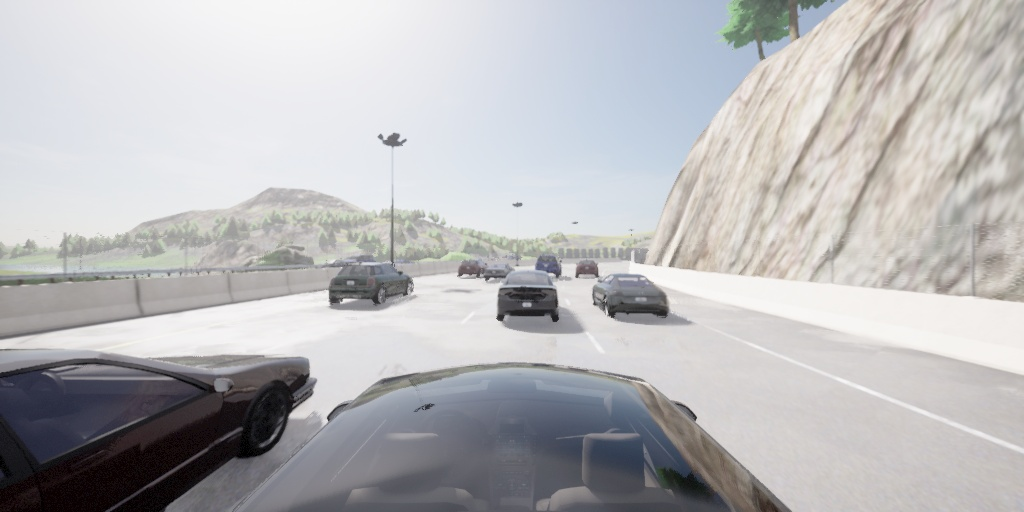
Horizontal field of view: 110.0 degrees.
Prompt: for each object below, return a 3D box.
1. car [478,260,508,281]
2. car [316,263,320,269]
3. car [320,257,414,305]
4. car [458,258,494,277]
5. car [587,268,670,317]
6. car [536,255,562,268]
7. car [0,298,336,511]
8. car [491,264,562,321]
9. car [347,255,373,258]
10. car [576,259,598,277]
[{"bbox_3d":[-0.926,1.270,29.428,2.033,1.411,5.357,0,0,10],"label":"car"},{"bbox_3d":[-22.727,1.145,45.728,2.128,1.511,4.902,0,0,14],"label":"car"},{"bbox_3d":[-6.125,1.074,16.135,2.097,1.767,4.553,0,0,5],"label":"car"},{"bbox_3d":[-3.530,1.064,34.306,2.097,1.767,4.553,0,0,11],"label":"car"},{"bbox_3d":[4.144,1.313,13.147,1.994,1.385,4.181,0,0,4],"label":"car"},{"bbox_3d":[3.516,0.950,34.040,2.150,2.045,5.566,0,0,11],"label":"car"},{"bbox_3d":[-3.349,1.289,1.974,2.033,1.411,5.357,0,0,0],"label":"car"},{"bbox_3d":[0.588,1.219,12.569,1.882,1.535,5.008,0,0,4],"label":"car"},{"bbox_3d":[-19.381,0.888,44.699,2.150,2.045,5.566,0,0,14],"label":"car"},{"bbox_3d":[7.247,1.089,34.647,2.097,1.767,4.553,0,0,12],"label":"car"}]
